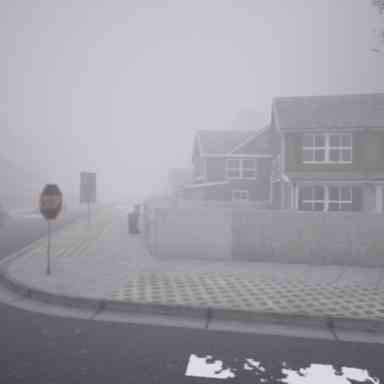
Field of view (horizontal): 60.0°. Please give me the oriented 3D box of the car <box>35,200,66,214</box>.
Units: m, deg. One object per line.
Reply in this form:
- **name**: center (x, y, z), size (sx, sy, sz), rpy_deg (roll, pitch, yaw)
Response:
- **car**: center (-13.226, 1.251, 31.371), size (1.812, 1.442, 4.674), rpy_deg (0, 0, -7)

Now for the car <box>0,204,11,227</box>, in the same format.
- **car**: center (-11.392, 1.284, 17.793), size (2.128, 1.511, 4.902), rpy_deg (0, 0, -9)

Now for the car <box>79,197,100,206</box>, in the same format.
- **car**: center (-14.692, 1.203, 48.035), size (2.033, 1.411, 5.357), rpy_deg (0, 0, -4)
